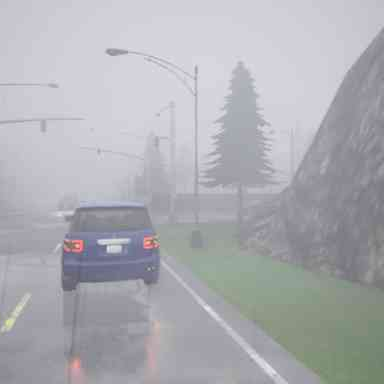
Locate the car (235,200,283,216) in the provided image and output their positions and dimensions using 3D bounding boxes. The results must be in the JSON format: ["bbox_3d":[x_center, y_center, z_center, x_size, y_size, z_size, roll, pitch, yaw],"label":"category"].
[{"bbox_3d":[6.698,1.541,33.181,4.892,1.490,1.837,0,0,-18],"label":"car"}]

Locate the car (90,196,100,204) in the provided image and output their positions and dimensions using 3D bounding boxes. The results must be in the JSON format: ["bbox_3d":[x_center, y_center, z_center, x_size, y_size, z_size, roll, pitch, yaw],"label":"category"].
[{"bbox_3d":[-18.886,1.612,64.616,1.812,1.442,4.674,0,0,-17],"label":"car"}]

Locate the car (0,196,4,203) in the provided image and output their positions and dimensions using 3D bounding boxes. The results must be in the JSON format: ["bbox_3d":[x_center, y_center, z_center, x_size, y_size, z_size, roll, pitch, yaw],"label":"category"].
[{"bbox_3d":[-36.142,1.465,61.398,1.845,1.501,3.633,0,0,-16],"label":"car"}]

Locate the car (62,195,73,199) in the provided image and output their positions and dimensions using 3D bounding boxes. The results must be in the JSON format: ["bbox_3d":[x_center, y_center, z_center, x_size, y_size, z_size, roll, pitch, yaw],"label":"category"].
[{"bbox_3d":[-16.156,1.550,42.893,2.128,1.511,4.902,0,0,-17],"label":"car"}]

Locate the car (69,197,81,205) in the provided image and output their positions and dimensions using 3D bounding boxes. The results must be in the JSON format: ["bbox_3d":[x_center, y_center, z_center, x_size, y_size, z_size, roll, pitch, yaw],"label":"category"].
[{"bbox_3d":[-21.843,1.649,62.151,1.994,1.385,4.181,0,0,-16],"label":"car"}]

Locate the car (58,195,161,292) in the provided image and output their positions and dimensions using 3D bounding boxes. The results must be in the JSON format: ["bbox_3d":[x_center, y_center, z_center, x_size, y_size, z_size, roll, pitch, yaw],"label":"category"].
[{"bbox_3d":[-2.318,1.235,9.301,2.150,2.045,5.566,0,0,-16],"label":"car"}]
